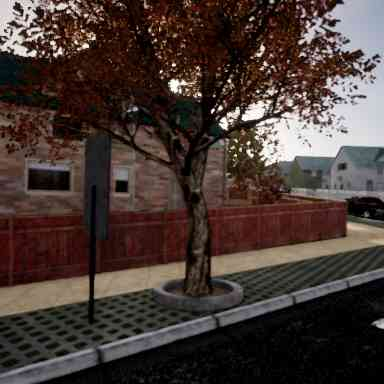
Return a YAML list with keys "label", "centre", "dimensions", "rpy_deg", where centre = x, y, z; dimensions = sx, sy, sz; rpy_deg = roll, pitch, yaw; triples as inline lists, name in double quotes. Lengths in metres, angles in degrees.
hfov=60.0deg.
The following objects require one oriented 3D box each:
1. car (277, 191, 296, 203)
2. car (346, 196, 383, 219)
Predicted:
- label: "car"
  centre: [11.668, 0.530, 41.562]
  dimensions: [1.812, 1.442, 4.674]
  rpy_deg: [1, 2, -3]
- label: "car"
  centre: [12.695, 1.065, 24.102]
  dimensions: [1.837, 1.490, 4.892]
  rpy_deg: [1, 2, -3]
